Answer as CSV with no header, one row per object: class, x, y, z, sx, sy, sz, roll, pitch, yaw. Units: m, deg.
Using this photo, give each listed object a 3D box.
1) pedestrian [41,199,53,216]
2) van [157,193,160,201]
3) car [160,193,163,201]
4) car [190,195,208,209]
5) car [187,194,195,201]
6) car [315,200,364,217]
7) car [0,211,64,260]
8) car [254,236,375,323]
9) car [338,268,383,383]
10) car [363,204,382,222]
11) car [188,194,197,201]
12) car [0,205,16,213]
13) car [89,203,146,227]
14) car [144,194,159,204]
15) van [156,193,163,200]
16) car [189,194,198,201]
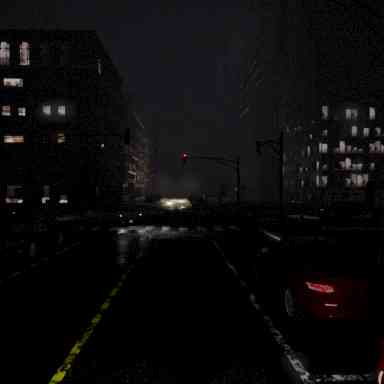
pedestrian,-7.930,1.286,18.451,0.375,1.860,0.375,-1,1,-2
van,-7.980,1.276,67.275,1.690,1.788,3.998,-1,0,-2
car,-8.361,1.458,78.560,1.887,1.381,4.507,-1,0,-2
car,1.132,1.513,45.021,1.887,1.381,4.507,-1,0,-2
car,-0.206,1.341,84.519,1.967,1.590,4.097,-1,0,-2
car,14.084,1.543,31.078,4.892,1.490,1.837,0,1,-1
car,-6.105,1.546,12.236,2.008,1.369,4.403,-1,0,-2
car,2.460,1.579,6.981,1.802,1.307,4.206,-1,0,-2
car,2.649,1.544,1.403,1.887,1.381,4.507,-1,0,-2
car,15.886,1.690,25.198,4.403,1.369,2.008,0,1,-1
car,-0.020,1.353,78.876,1.967,1.590,4.097,-1,0,-2
car,-17.046,1.435,27.245,4.902,1.511,2.128,0,1,-1
car,-5.319,1.591,22.997,1.895,1.301,4.718,0,0,-41
car,-7.785,1.510,61.632,1.947,1.339,4.313,-1,0,-2
van,-8.747,1.229,89.847,1.690,1.788,3.998,-1,0,-2
car,0.939,1.401,50.664,1.967,1.590,4.097,-1,0,-2
